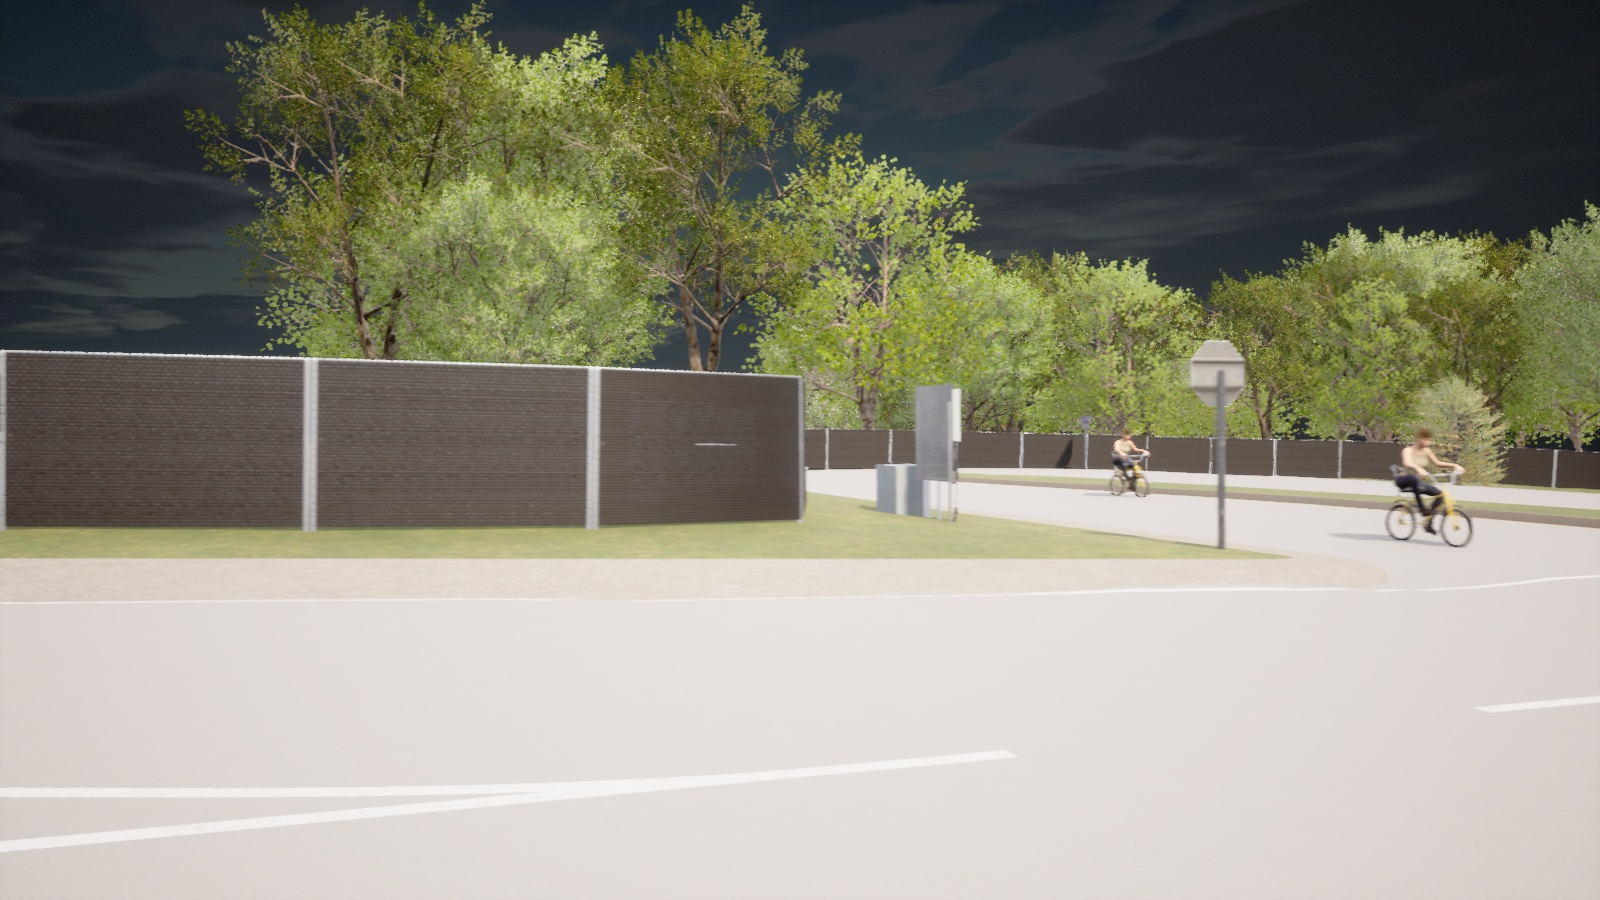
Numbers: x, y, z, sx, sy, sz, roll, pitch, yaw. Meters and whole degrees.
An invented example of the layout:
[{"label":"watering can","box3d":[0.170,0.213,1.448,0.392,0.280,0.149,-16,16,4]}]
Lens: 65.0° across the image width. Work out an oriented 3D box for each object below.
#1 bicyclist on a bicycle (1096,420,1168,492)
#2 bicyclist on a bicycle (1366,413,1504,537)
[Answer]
[{"label":"bicyclist on a bicycle","box3d":[7.779,0.136,29.464,0.866,1.612,1.509,-2,1,-21]},{"label":"bicyclist on a bicycle","box3d":[8.730,0.313,17.322,0.866,1.612,1.509,-2,2,-19]}]
